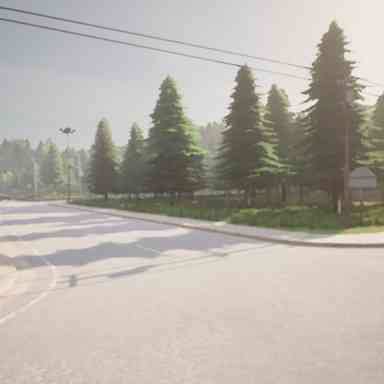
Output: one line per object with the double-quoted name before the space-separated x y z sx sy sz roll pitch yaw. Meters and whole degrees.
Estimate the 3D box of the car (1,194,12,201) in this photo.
"car" -42.253 1.234 75.773 1.812 1.442 4.674 -2 1 -34
